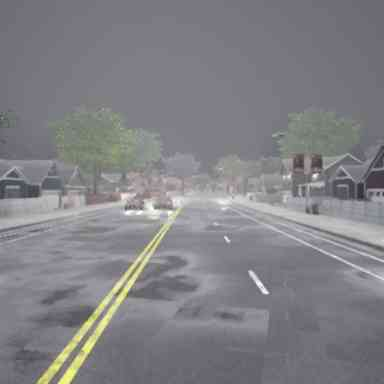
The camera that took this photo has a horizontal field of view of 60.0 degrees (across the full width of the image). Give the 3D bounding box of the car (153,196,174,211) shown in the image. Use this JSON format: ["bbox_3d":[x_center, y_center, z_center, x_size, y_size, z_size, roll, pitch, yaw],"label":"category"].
[{"bbox_3d":[-3.299,1.221,38.740,2.097,1.767,4.553,0,0,0],"label":"car"}]

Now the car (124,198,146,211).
[{"bbox_3d":[-6.551,1.434,38.643,1.994,1.385,4.181,0,0,0],"label":"car"}]

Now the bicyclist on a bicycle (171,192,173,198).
[{"bbox_3d":[-5.717,0.876,92.823,0.659,1.776,1.843,0,0,6],"label":"bicyclist on a bicycle"}]

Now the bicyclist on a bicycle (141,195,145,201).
[{"bbox_3d":[-8.361,1.139,56.511,0.659,1.776,1.843,0,0,2],"label":"bicyclist on a bicycle"}]
